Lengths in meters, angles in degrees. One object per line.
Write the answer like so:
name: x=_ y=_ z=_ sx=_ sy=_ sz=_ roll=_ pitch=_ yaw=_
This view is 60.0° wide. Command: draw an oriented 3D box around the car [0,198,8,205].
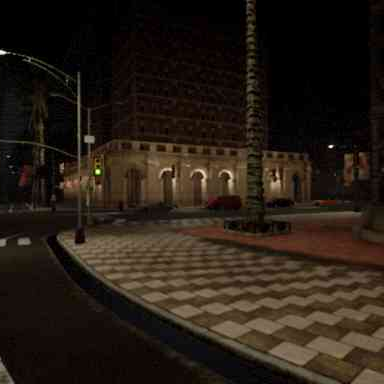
car: x=-44.006 y=2.313 z=77.742 sx=1.895 sy=1.301 sz=4.718 roll=0 pitch=0 yaw=-29

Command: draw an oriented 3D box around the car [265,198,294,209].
car: x=13.757 y=1.750 z=52.141 sx=5.008 sy=1.535 sz=1.882 roll=0 pitch=0 yaw=-28

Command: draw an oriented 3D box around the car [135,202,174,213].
car: x=-4.718 y=1.898 z=42.269 sx=4.718 sy=1.301 sz=1.895 roll=0 pitch=0 yaw=-28

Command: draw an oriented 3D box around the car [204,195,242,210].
car: x=4.482 y=1.506 z=47.184 sx=5.566 sy=2.045 sz=2.150 roll=0 pitch=0 yaw=-28

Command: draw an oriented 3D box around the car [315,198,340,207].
car: x=23.341 y=1.737 z=57.282 sx=5.008 sy=1.535 sz=1.882 roll=0 pitch=-1 yaw=-28
